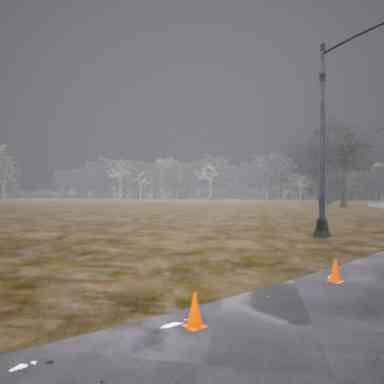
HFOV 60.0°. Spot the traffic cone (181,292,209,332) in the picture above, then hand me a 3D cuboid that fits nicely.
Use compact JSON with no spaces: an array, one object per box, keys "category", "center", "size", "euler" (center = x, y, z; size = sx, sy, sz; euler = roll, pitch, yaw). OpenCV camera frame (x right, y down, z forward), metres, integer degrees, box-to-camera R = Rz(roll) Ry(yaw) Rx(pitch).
[{"category":"traffic cone","center":[0.053,2.014,5.700],"size":[0.340,0.580,0.340],"euler":[1,-1,-38]}]

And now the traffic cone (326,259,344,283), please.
[{"category":"traffic cone","center":[3.798,2.067,8.796],"size":[0.340,0.580,0.340],"euler":[1,-1,-41]}]
